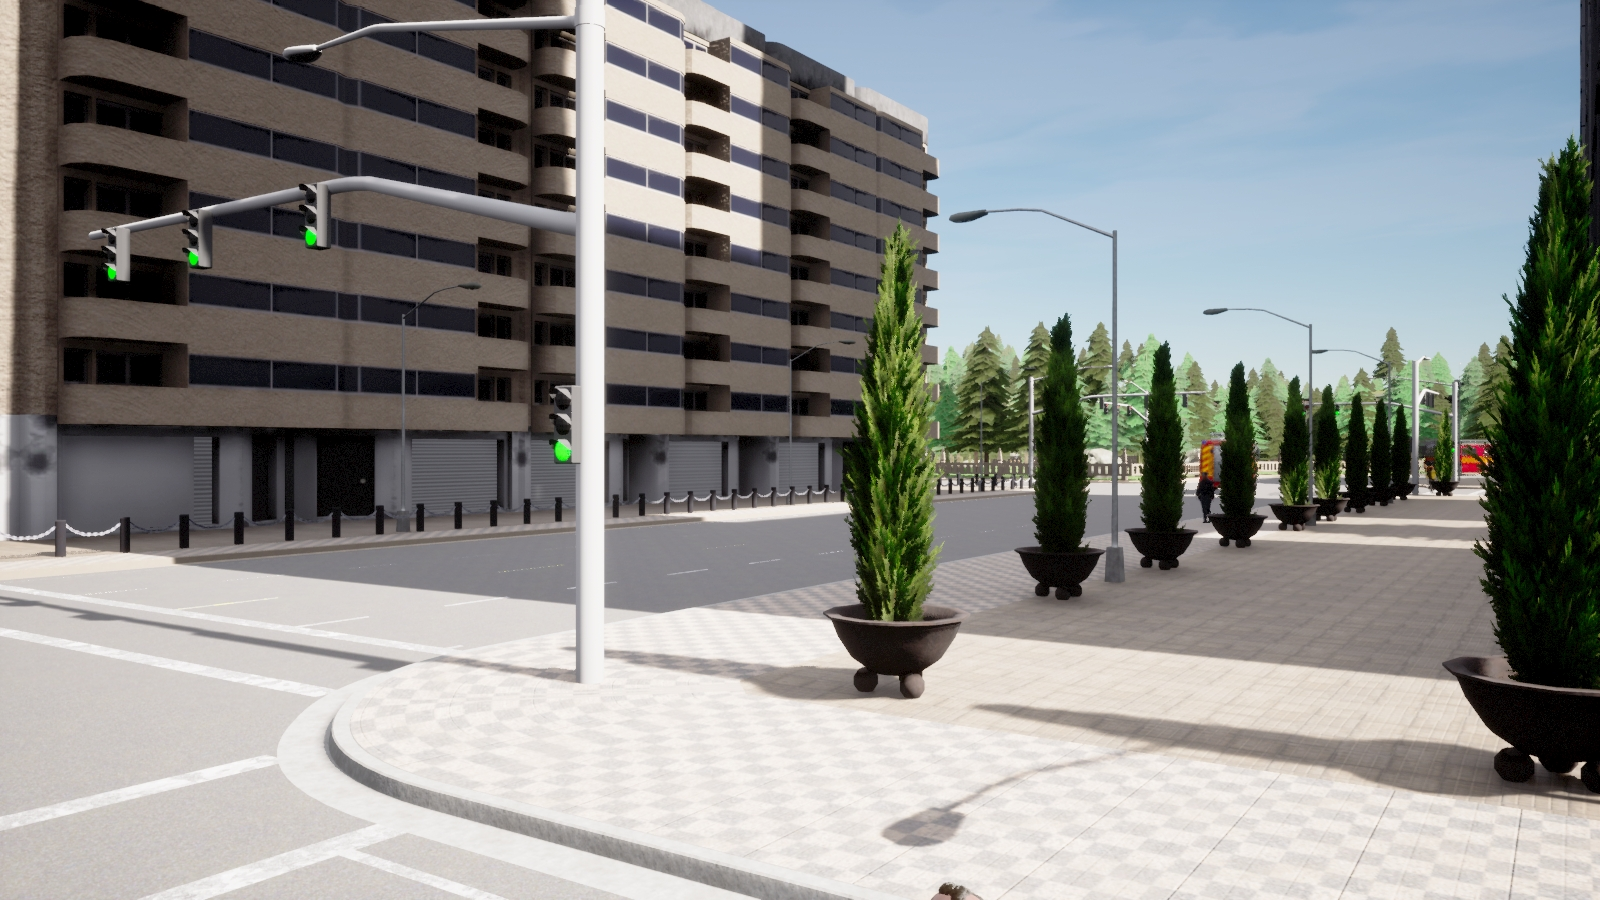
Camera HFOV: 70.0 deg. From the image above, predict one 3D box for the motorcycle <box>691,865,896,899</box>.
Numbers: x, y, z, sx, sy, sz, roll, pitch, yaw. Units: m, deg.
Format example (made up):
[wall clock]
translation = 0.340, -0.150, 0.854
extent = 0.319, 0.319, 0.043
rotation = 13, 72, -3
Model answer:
[motorcycle]
translation = 0.516, 2.205, 3.364
extent = 2.209, 1.251, 0.867
rotation = 0, 0, 34

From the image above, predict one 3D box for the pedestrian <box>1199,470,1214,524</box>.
[pedestrian]
translation = 14.206, 1.639, 39.926
extent = 0.375, 1.860, 0.375
rotation = 0, 0, 39
